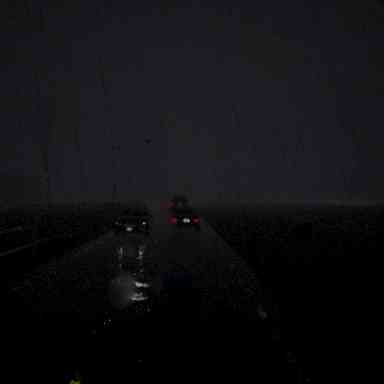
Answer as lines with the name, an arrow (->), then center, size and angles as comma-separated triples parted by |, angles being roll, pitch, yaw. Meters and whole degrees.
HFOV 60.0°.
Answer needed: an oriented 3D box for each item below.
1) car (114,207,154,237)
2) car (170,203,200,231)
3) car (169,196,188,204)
car -> -3.241, 1.637, 19.254 | 2.128, 1.511, 4.902 | 0, -1, -2
car -> -0.461, 1.713, 21.732 | 2.033, 1.411, 5.357 | 0, 0, -2
car -> -1.604, 1.544, 40.098 | 2.150, 2.045, 5.566 | 0, -1, -4
